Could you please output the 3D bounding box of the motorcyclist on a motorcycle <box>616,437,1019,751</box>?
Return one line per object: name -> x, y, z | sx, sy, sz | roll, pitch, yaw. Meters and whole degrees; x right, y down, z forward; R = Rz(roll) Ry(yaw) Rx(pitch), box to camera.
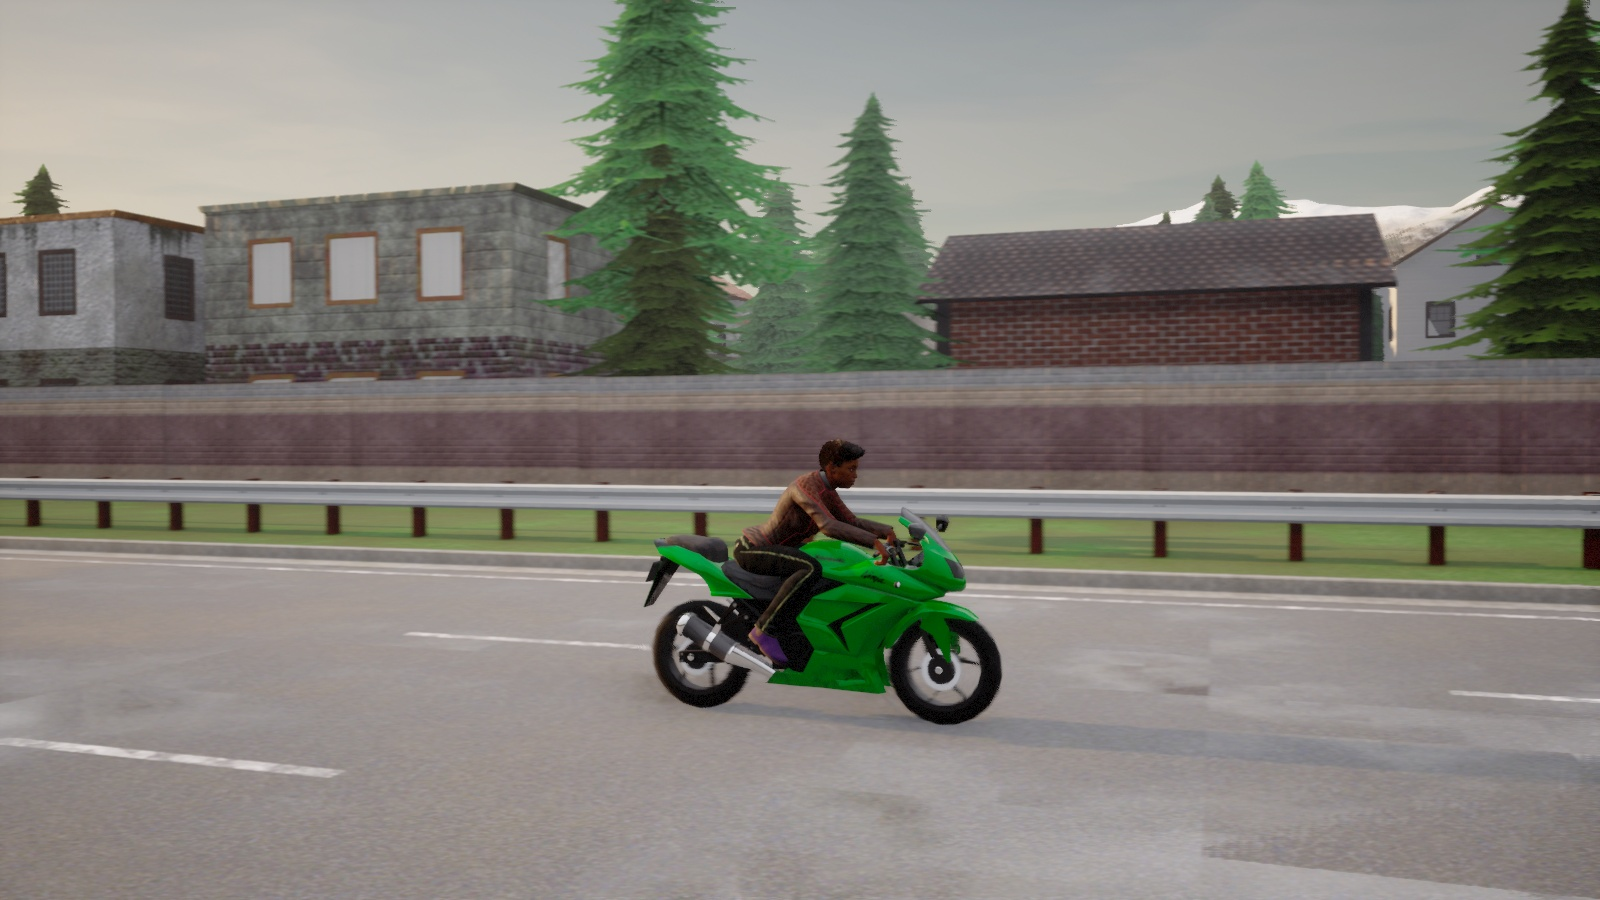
motorcyclist on a motorcycle -> 0.102, 0.700, 6.851 | 2.044, 1.523, 0.797 | 1, 1, 19
